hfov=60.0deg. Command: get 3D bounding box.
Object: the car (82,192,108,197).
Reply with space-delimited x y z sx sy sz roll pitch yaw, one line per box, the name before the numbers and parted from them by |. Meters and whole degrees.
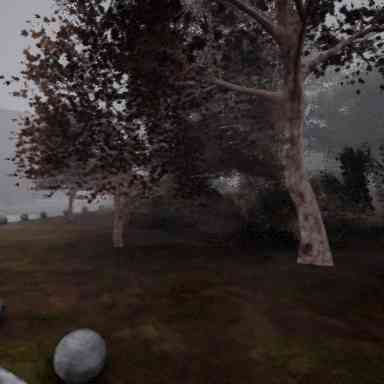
car | -17.398 0.395 58.676 1.946 1.575 5.366 0 3 32
